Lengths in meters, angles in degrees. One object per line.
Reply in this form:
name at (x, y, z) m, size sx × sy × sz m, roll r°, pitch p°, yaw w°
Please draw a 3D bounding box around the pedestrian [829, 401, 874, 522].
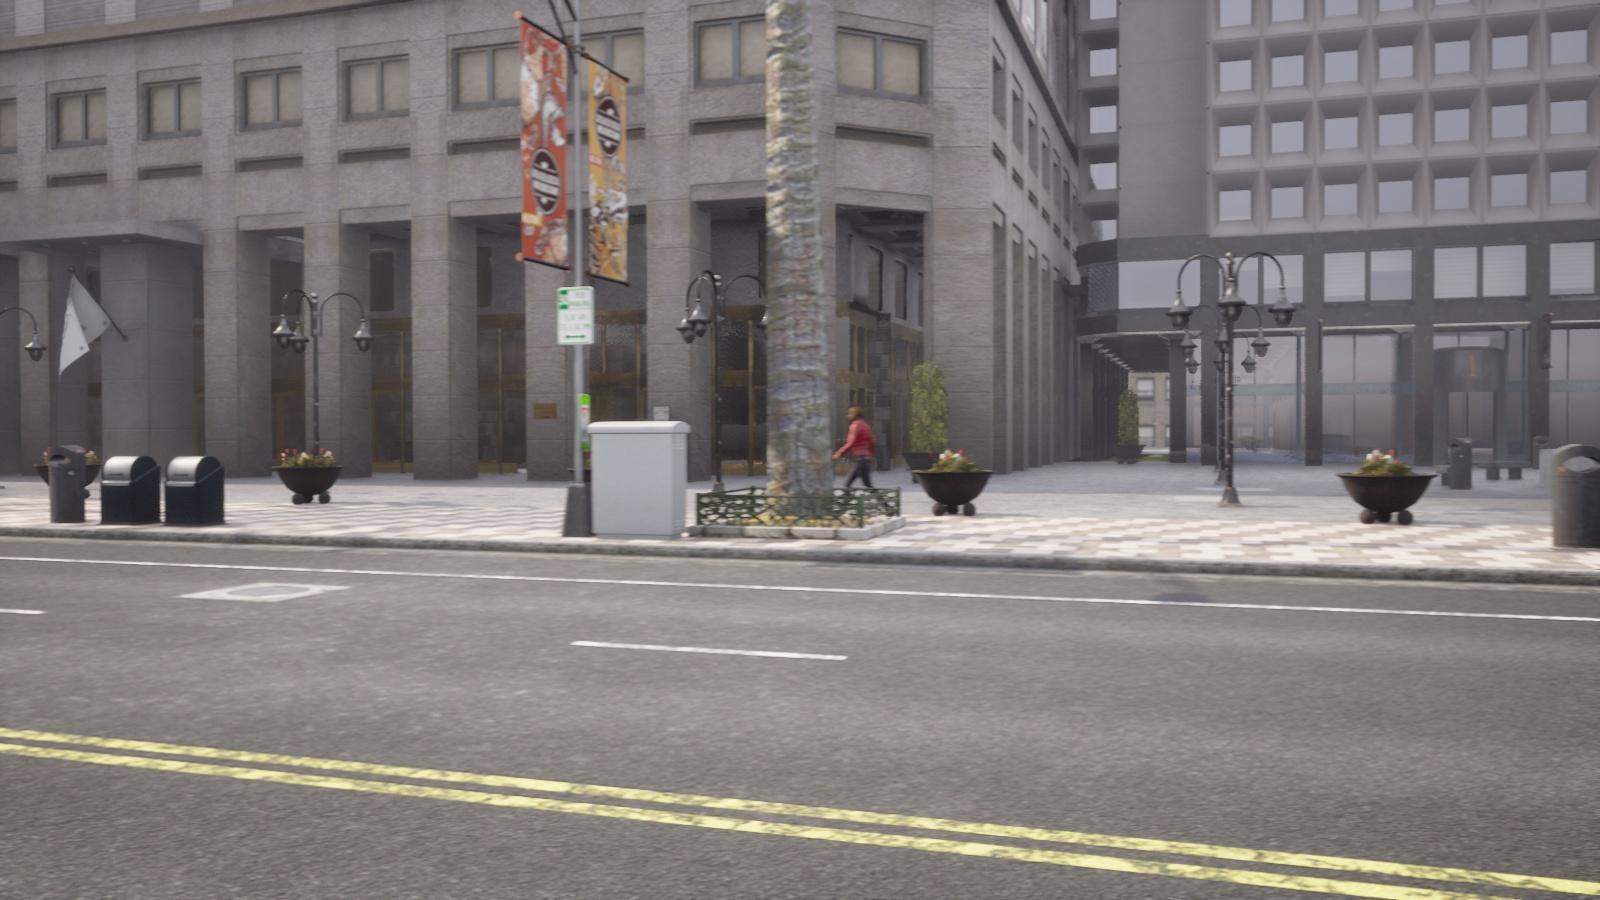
pedestrian at (0.797, 0.176, 19.364) m, size 0.636 × 1.846 × 0.331 m, roll 0°, pitch 1°, yaw 16°
